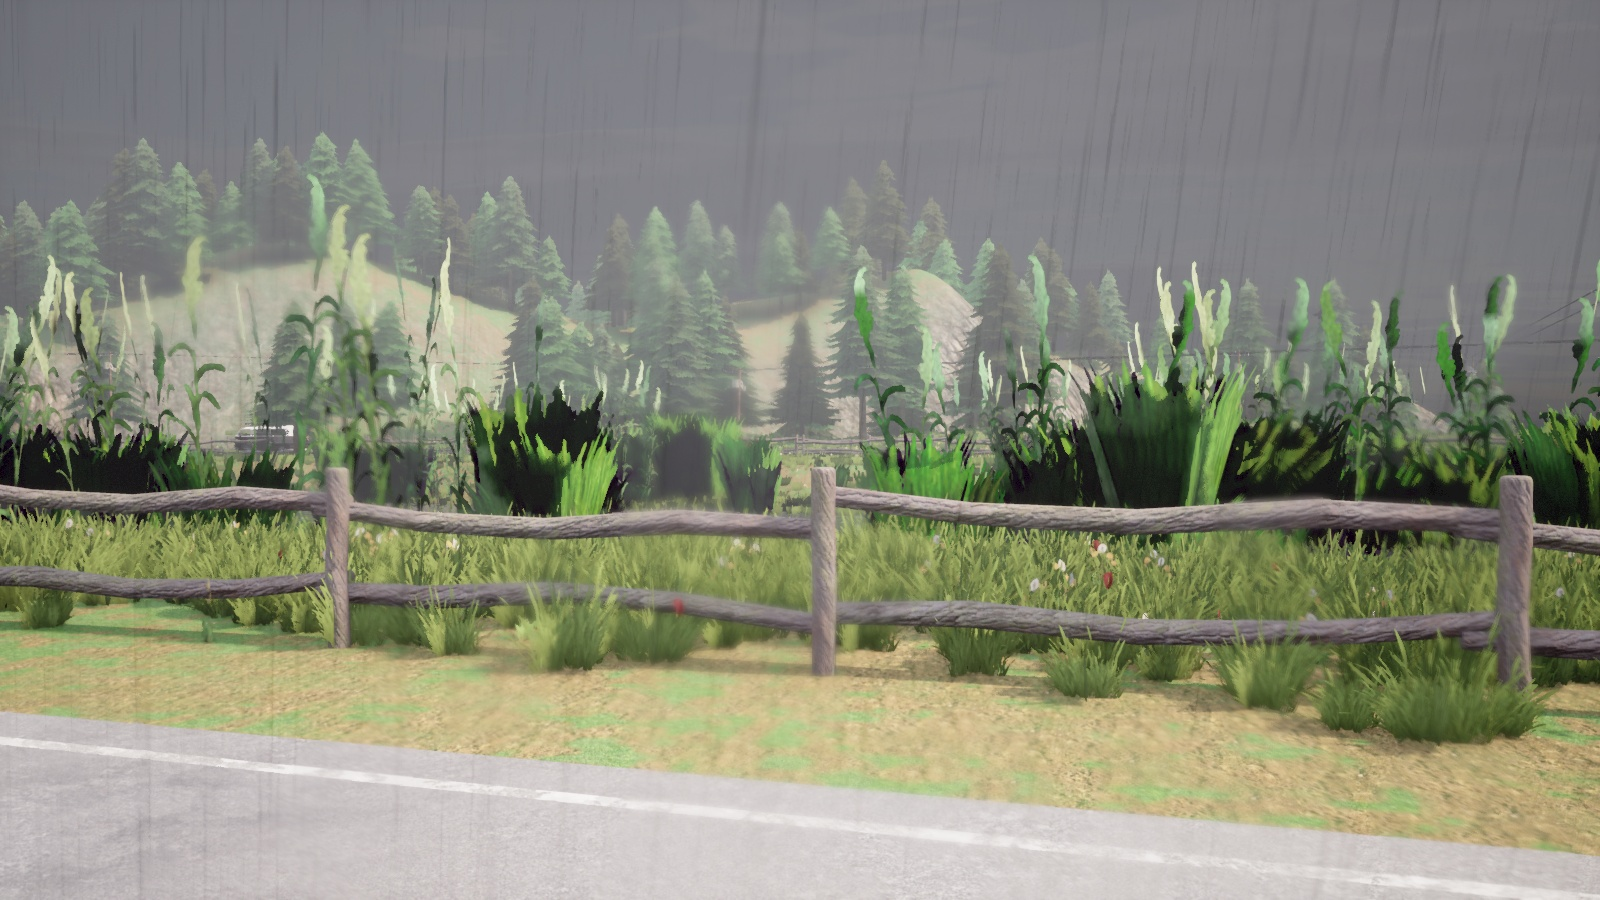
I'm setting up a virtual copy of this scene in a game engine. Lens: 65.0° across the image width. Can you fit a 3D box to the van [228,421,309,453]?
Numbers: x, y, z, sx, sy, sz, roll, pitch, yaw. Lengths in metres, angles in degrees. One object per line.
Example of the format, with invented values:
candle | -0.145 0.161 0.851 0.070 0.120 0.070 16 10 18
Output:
van | -34.455 -0.849 81.436 4.480 2.038 2.069 0 1 13
